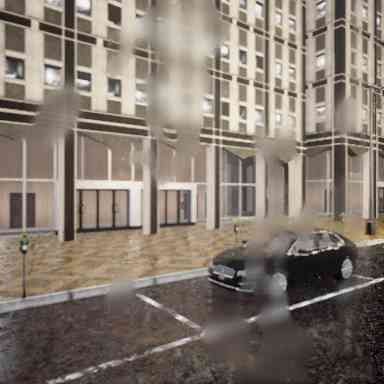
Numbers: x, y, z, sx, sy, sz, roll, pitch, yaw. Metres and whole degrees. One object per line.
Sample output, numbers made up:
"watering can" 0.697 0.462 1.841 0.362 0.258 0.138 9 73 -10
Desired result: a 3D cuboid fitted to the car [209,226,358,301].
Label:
"car" 2.407 1.560 8.274 4.403 1.369 2.008 0 0 -35
